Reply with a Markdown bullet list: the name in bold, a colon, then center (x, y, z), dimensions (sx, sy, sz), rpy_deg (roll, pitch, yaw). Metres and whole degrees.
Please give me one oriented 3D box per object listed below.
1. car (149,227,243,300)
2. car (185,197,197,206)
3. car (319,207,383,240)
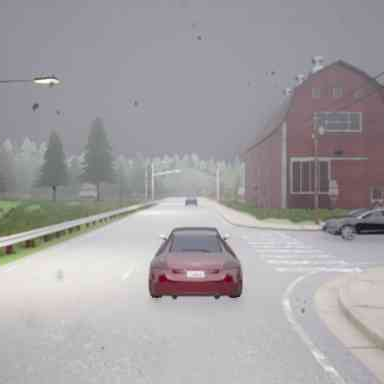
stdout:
- **car**: center (0.077, 1.564, 8.462), dimensions (1.994, 1.385, 4.181), rpy_deg (0, 0, 0)
- **car**: center (-0.100, 1.477, 53.758), dimensions (1.882, 1.535, 5.008), rpy_deg (0, 0, 0)
- **car**: center (8.828, 1.491, 16.309), dimensions (4.902, 1.511, 2.128), rpy_deg (0, 0, 3)
